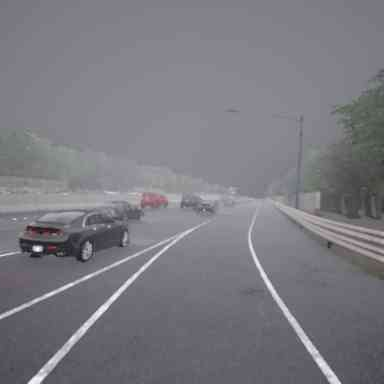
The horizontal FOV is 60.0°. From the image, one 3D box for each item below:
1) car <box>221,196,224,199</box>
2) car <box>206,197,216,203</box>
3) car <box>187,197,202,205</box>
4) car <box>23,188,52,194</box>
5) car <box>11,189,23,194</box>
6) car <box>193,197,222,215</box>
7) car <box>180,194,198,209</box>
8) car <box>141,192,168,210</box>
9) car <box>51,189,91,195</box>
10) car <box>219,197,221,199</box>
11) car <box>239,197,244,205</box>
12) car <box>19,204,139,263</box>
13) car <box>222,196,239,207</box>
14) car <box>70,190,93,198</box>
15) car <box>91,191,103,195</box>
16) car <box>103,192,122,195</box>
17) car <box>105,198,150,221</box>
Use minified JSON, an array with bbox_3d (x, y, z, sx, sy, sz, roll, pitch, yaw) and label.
[{"bbox_3d":[8.953,2.040,88.666,2.150,2.045,5.566,3,0,12],"label":"car"},{"bbox_3d":[5.092,2.125,87.378,1.994,1.385,4.181,3,0,12],"label":"car"},{"bbox_3d":[0.546,1.762,65.749,1.994,1.385,4.181,3,0,12],"label":"car"},{"bbox_3d":[-21.194,0.201,47.456,2.097,1.767,4.553,3,0,12],"label":"car"},{"bbox_3d":[-24.413,0.260,49.074,1.895,1.301,4.718,3,0,12],"label":"car"},{"bbox_3d":[1.834,1.724,37.913,1.837,1.490,4.892,3,0,12],"label":"car"},{"bbox_3d":[-0.075,1.338,45.724,2.150,2.045,5.566,3,0,12],"label":"car"},{"bbox_3d":[-4.607,1.057,41.165,2.150,2.045,5.566,3,0,12],"label":"car"},{"bbox_3d":[-17.446,0.624,48.284,2.033,1.411,5.357,3,0,13],"label":"car"},{"bbox_3d":[3.968,1.929,65.035,1.812,1.442,4.674,3,0,12],"label":"car"},{"bbox_3d":[11.104,2.461,82.007,1.994,1.385,4.181,3,0,12],"label":"car"},{"bbox_3d":[-3.721,1.343,11.508,1.837,1.490,4.892,3,0,12],"label":"car"},{"bbox_3d":[7.390,2.099,64.320,2.128,1.511,4.902,3,0,12],"label":"car"},{"bbox_3d":[-21.217,0.381,64.133,1.837,1.490,4.892,3,0,12],"label":"car"},{"bbox_3d":[-17.902,0.582,62.931,2.128,1.511,4.902,3,0,12],"label":"car"},{"bbox_3d":[-14.382,0.814,62.722,1.812,1.442,4.674,3,0,12],"label":"car"},{"bbox_3d":[-4.922,1.332,22.786,2.033,1.411,5.357,3,0,12],"label":"car"}]
